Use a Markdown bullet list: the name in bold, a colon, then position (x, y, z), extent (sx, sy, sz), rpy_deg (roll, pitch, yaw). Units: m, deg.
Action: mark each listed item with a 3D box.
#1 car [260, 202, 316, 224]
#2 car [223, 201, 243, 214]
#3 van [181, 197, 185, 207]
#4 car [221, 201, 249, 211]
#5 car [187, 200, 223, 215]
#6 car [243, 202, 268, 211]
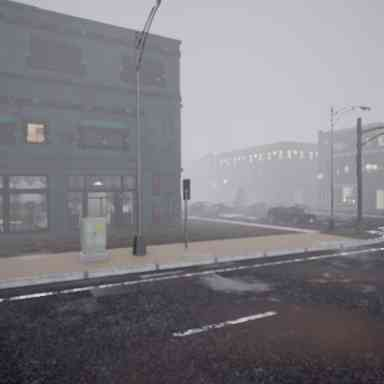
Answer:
- **car**: position (7.883, 1.799, 26.742), extent (1.947, 1.339, 4.313), rpy_deg (-1, 0, -28)
- **car**: position (3.786, 1.927, 40.107), extent (1.994, 1.385, 4.181), rpy_deg (-1, 0, -28)
- **van**: position (-1.697, 1.891, 62.491), extent (1.690, 1.788, 3.998), rpy_deg (-1, 0, -28)
- **car**: position (6.175, 1.947, 47.866), extent (1.802, 1.307, 4.206), rpy_deg (-1, 0, -28)
- **car**: position (1.413, 1.834, 39.020), extent (1.967, 1.590, 4.097), rpy_deg (-1, 0, -28)
- **car**: position (8.796, 1.883, 42.992), extent (1.802, 1.307, 4.206), rpy_deg (-1, 0, -28)
